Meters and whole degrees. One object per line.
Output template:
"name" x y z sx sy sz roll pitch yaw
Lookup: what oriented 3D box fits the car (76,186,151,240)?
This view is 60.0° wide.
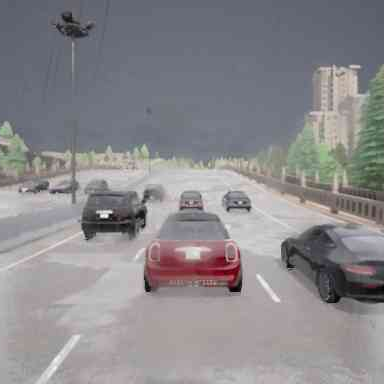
"car" -3.481 0.935 15.766 2.150 2.045 5.566 0 2 0

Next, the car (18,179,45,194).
"car" -17.794 -0.670 37.641 2.128 1.511 4.902 0 7 0

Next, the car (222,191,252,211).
"car" 3.445 0.603 26.214 2.033 1.411 5.357 0 5 0

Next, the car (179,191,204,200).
"car" -0.056 0.605 26.178 2.033 1.411 5.357 0 5 0

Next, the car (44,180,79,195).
"car" -14.298 -0.617 37.686 2.033 1.411 5.357 0 7 0

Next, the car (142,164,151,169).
"car" -10.937 -6.111 79.719 1.882 1.535 5.008 0 6 0

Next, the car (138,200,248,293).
"car" 0.026 1.274 8.860 2.097 1.767 4.553 0 1 0

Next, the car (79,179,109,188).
"car" -10.795 -0.655 37.664 1.837 1.490 4.892 0 7 0

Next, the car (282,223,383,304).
"car" 3.524 1.463 7.878 1.812 1.442 4.674 0 1 0

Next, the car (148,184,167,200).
"car" -3.575 0.004 32.060 1.837 1.490 4.892 0 6 0

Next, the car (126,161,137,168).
"car" -14.436 -6.359 79.643 2.150 2.045 5.566 0 6 0
